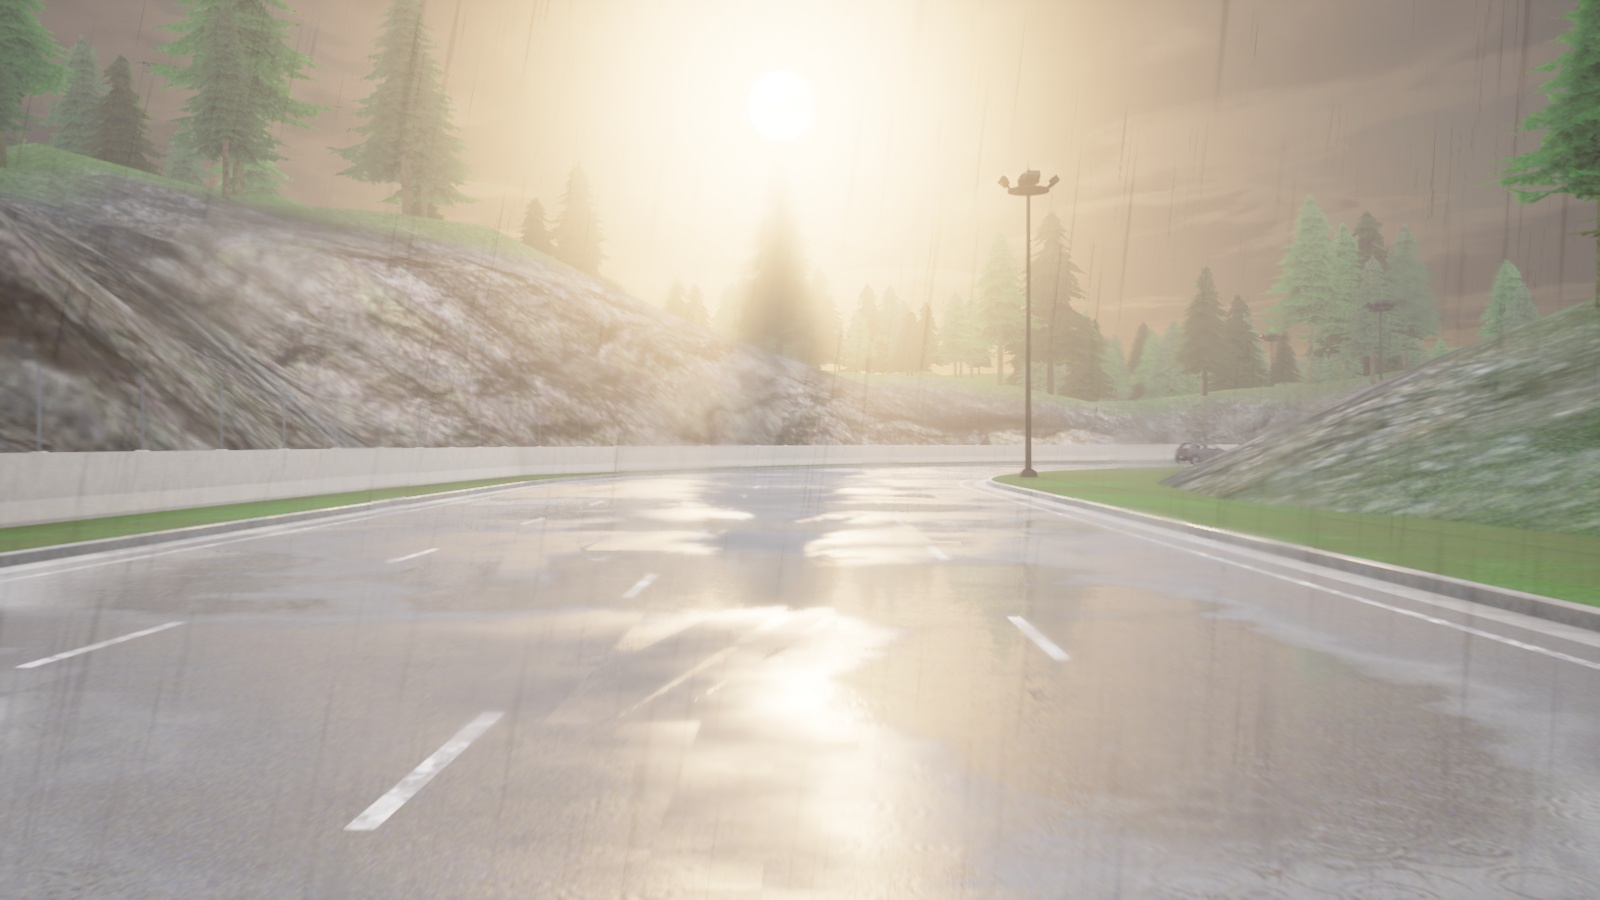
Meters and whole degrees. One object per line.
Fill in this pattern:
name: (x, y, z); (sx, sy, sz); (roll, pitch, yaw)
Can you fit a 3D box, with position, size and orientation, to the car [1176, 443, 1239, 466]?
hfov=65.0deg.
car: (27.004, 0.315, 83.287); (3.633, 1.501, 1.845); (0, 0, -20)
